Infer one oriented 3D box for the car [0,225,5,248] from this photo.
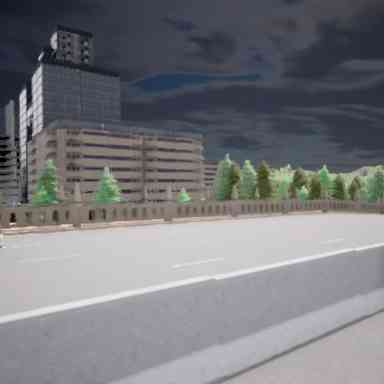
[{"bbox_3d":[-8.685,1.530,10.678,4.674,1.442,1.812,0,0,-36],"label":"car"}]
